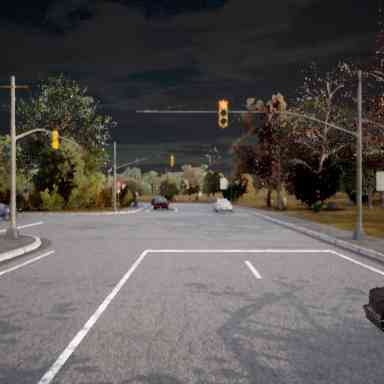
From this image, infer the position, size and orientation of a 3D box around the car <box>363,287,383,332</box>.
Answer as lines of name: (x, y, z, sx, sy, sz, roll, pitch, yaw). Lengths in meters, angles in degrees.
car: (3.606, 1.545, 2.745, 2.033, 1.411, 5.357, 0, 0, 0)

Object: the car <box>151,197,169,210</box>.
car: (-3.960, 1.645, 43.422, 1.895, 1.301, 4.718, 0, -1, -2)

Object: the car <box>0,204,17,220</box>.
car: (-16.620, 1.590, 26.747, 4.674, 1.442, 1.812, -1, 0, -3)

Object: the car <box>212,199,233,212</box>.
car: (3.457, 1.527, 38.262, 1.812, 1.442, 4.674, 0, 0, -1)
